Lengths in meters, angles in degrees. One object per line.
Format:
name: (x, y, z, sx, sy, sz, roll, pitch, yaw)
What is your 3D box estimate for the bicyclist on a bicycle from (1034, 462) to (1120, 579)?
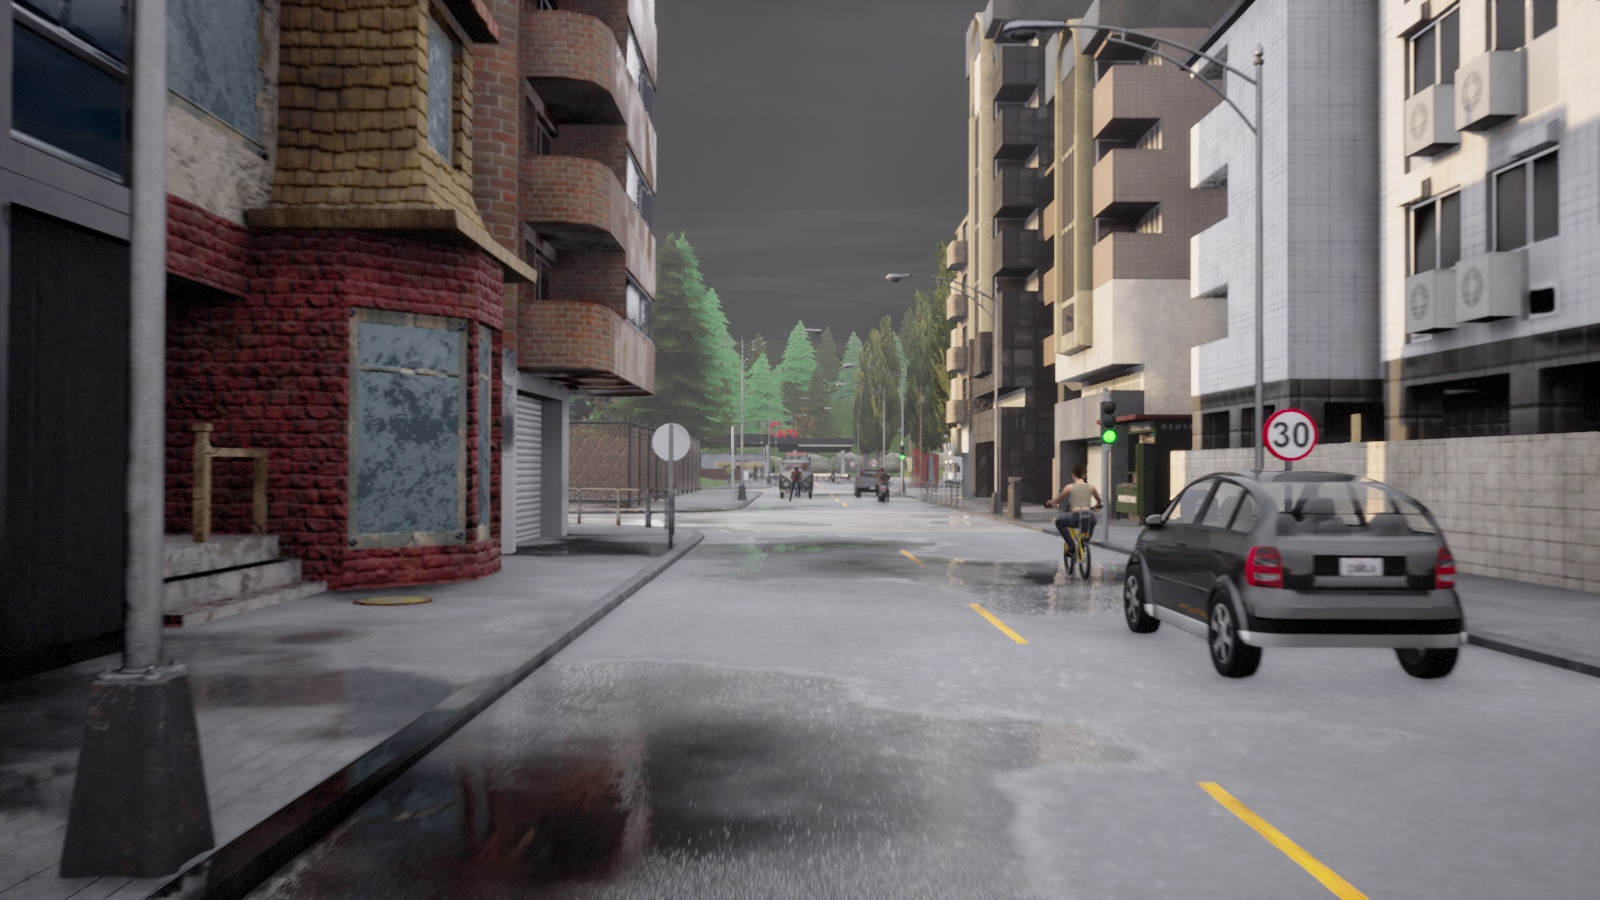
bicyclist on a bicycle: (3.970, 0.995, 18.119, 0.866, 1.612, 1.509, 0, -2, -1)

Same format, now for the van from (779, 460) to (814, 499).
van: (-0.188, 1.507, 65.136, 1.775, 1.987, 4.442, 0, -1, 0)

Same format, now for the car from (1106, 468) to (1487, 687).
car: (3.974, 0.930, 10.770, 1.789, 1.549, 3.705, 0, -1, 0)

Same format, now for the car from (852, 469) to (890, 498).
car: (3.805, 1.795, 68.029, 1.845, 1.501, 3.633, 0, -1, 0)
